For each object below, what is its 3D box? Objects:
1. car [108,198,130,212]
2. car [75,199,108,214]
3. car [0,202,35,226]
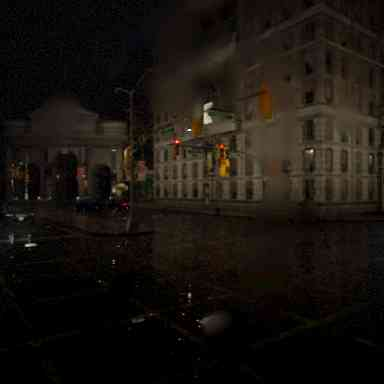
[{"bbox_3d":[-8.345,1.481,38.041,1.837,1.490,4.892,0,0,-35],"label":"car"},{"bbox_3d":[-11.161,1.460,35.968,1.882,1.535,5.008,0,0,-35],"label":"car"},{"bbox_3d":[-12.545,1.487,23.722,2.128,1.511,4.902,0,0,-35],"label":"car"}]
